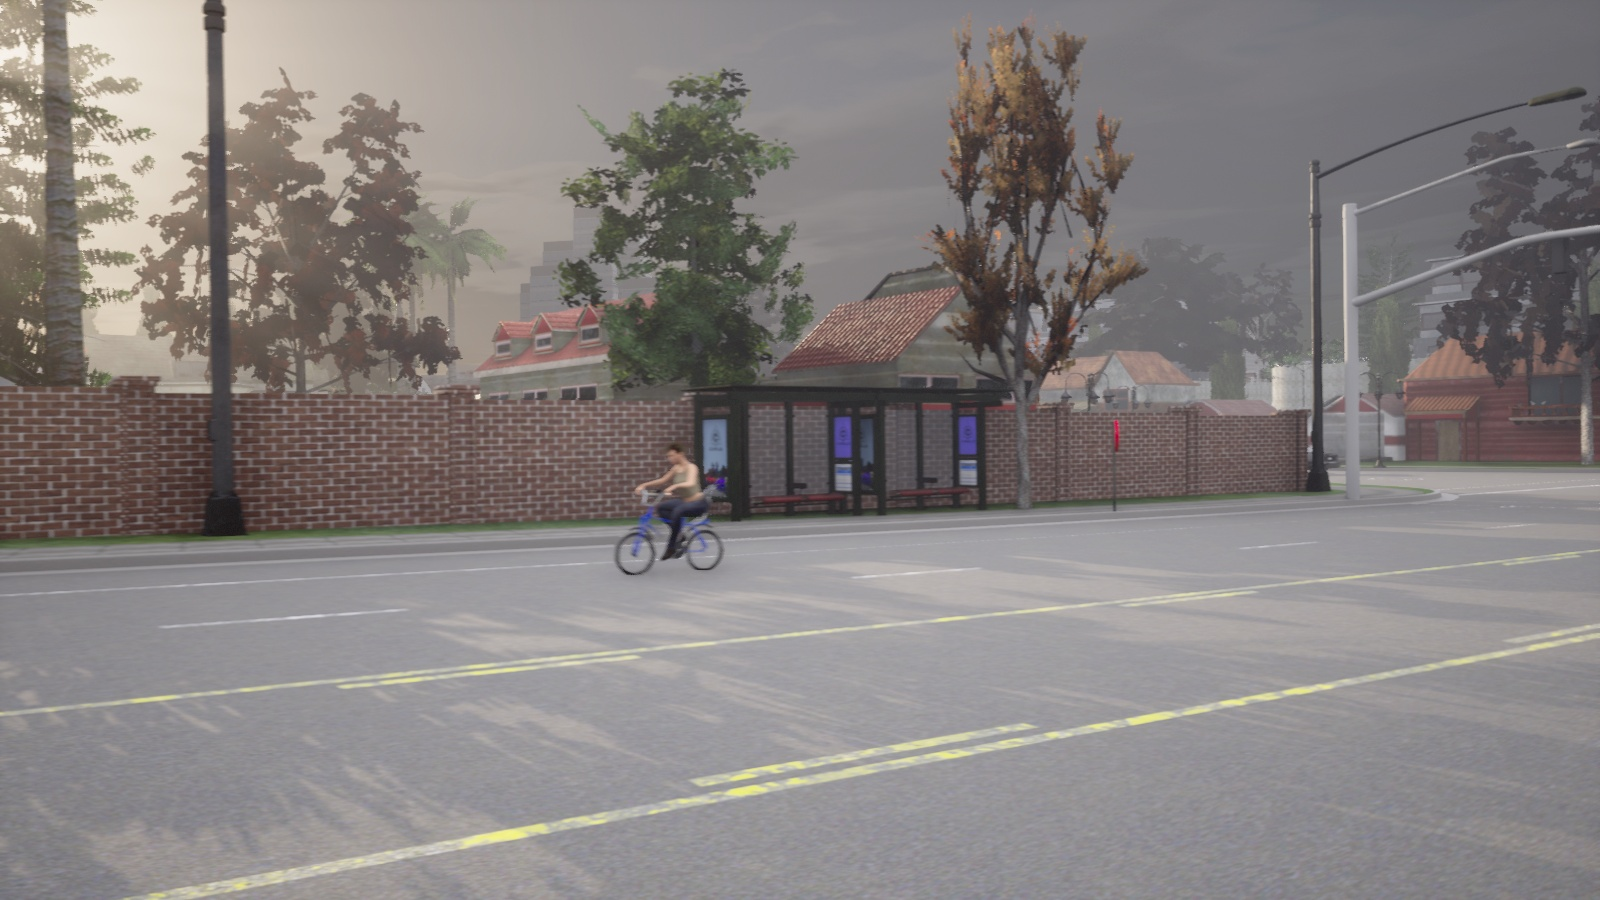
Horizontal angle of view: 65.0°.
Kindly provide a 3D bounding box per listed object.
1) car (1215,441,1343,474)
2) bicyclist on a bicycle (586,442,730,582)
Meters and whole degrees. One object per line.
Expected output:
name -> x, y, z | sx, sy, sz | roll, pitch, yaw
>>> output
car -> 22.438, 0.345, 59.017 | 2.033, 1.411, 5.357 | -1, 1, -36
bicyclist on a bicycle -> -1.721, 0.712, 15.247 | 1.509, 1.612, 0.866 | 0, 0, -35
